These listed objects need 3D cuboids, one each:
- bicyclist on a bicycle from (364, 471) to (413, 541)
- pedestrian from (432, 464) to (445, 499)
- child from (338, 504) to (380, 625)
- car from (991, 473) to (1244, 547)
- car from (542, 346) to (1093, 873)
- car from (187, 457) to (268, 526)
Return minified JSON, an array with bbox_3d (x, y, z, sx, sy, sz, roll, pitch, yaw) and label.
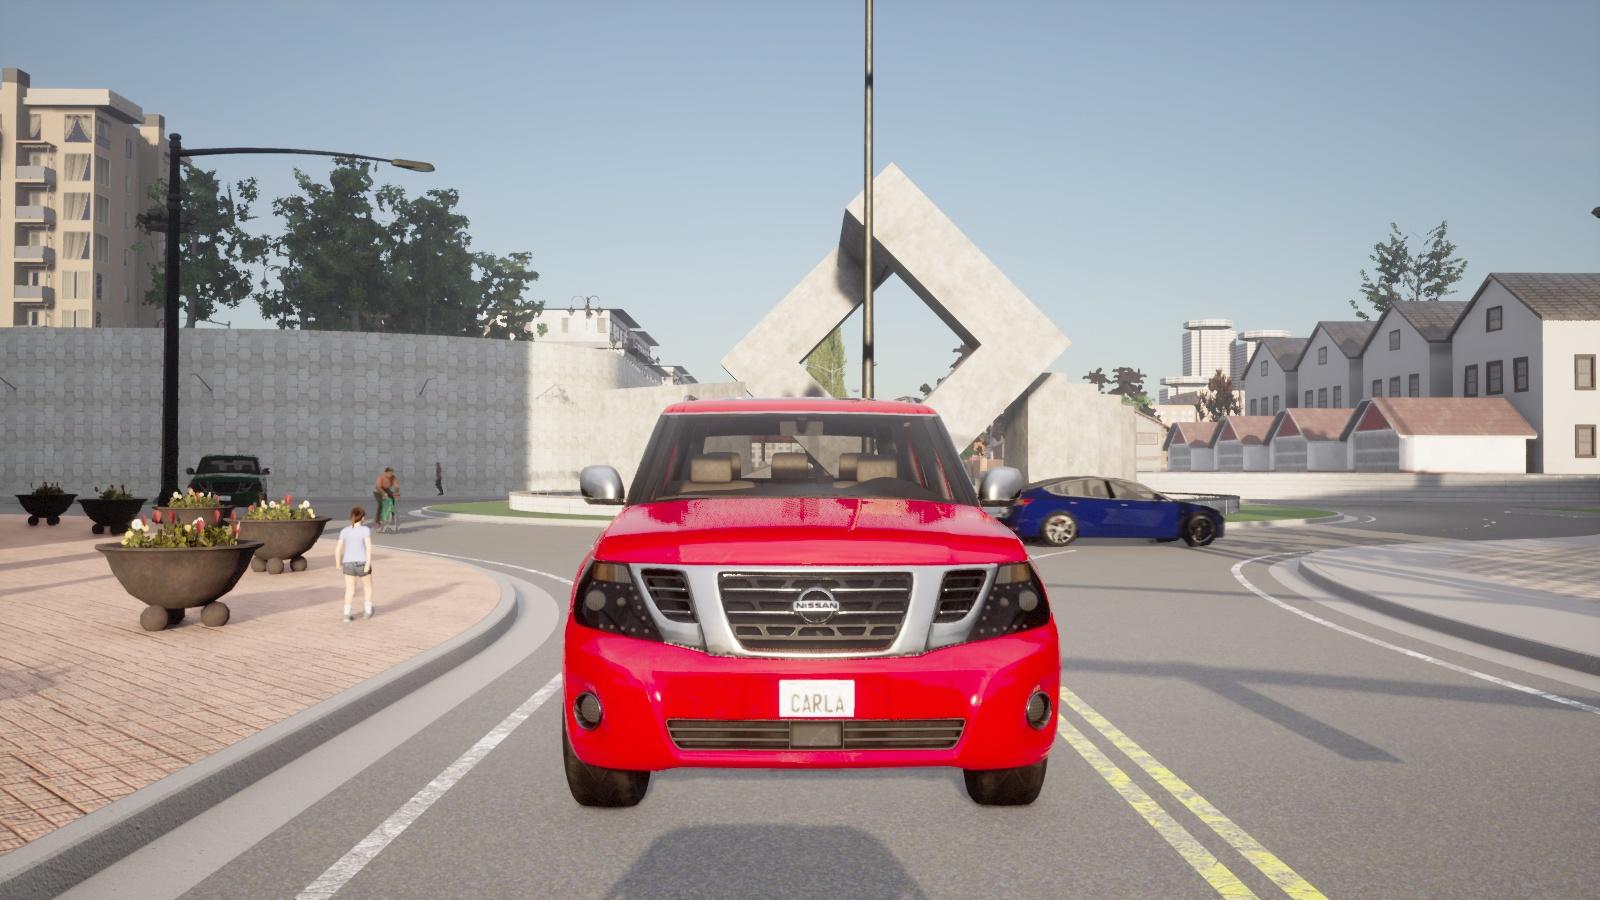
[{"bbox_3d":[-9.800,1.307,29.862,0.582,1.620,1.656,1,-1,-37],"label":"bicyclist on a bicycle"},{"bbox_3d":[-19.140,1.661,66.526,0.634,1.846,0.331,0,-1,-24],"label":"pedestrian"},{"bbox_3d":[-4.132,1.063,11.775,0.255,1.110,0.394,0,-1,0],"label":"child"},{"bbox_3d":[6.713,1.238,26.906,4.792,1.488,2.163,0,-1,-6],"label":"car"},{"bbox_3d":[-0.008,0.663,7.703,2.150,2.045,5.566,0,-1,-2],"label":"car"},{"bbox_3d":[-18.219,1.279,40.146,2.150,2.045,5.566,0,-1,-22],"label":"car"}]
